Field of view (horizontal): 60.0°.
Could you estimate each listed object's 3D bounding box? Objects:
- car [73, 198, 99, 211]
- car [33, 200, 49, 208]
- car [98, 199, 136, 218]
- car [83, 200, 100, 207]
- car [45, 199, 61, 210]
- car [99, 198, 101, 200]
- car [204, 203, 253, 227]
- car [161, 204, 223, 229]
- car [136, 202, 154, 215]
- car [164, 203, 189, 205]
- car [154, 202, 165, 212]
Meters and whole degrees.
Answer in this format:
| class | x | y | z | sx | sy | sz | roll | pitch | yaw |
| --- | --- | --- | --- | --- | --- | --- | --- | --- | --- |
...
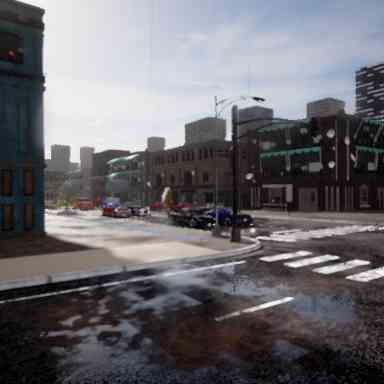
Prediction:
| class | x | y | z | sx | sy | sz | roll | pitch | yaw |
| --- | --- | --- | --- | --- | --- | --- | --- | --- | --- |
| car | -17.389 | 1.954 | 53.260 | 2.150 | 2.045 | 5.566 | -1 | 0 | -35 |
| car | -30.443 | 2.400 | 66.990 | 2.008 | 1.369 | 4.403 | -1 | 0 | -35 |
| car | -8.016 | 1.869 | 35.395 | 1.967 | 1.590 | 4.097 | -1 | 0 | -35 |
| car | -20.406 | 2.264 | 67.328 | 1.887 | 1.381 | 4.507 | -1 | 0 | -35 |
| car | -23.936 | 2.256 | 57.824 | 1.752 | 1.417 | 4.829 | -1 | 0 | -35 |
| car | -17.207 | 1.976 | 62.815 | 2.192 | 1.841 | 5.009 | -1 | 0 | -35 |
| car | 2.592 | 1.802 | 24.948 | 1.994 | 1.385 | 4.181 | -1 | 0 | -35 |
| car | -0.079 | 1.836 | 24.010 | 1.947 | 1.339 | 4.313 | -1 | 0 | -35 |
| car | -6.727 | 1.914 | 38.079 | 2.128 | 1.511 | 4.902 | -1 | 0 | -35 |
| car | -1.180 | 1.939 | 40.249 | 1.802 | 1.307 | 4.206 | -1 | 0 | -35 |
| car | -4.384 | 2.002 | 44.761 | 1.802 | 1.307 | 4.206 | -1 | 0 | -35 |
